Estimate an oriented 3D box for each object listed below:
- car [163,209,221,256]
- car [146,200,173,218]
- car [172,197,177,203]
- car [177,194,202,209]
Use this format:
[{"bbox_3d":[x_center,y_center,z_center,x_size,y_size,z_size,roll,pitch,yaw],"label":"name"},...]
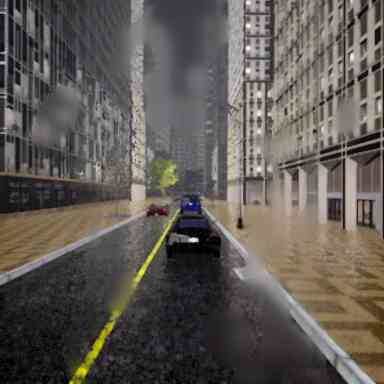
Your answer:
[{"bbox_3d":[0.034,1.576,13.135,1.994,1.385,4.181,0,0,0],"label":"car"},{"bbox_3d":[-3.051,1.622,30.574,1.895,1.301,4.718,0,0,0],"label":"car"},{"bbox_3d":[-3.283,1.682,72.840,1.994,1.385,4.181,0,0,0],"label":"car"},{"bbox_3d":[-0.132,1.257,34.424,2.150,2.045,5.566,0,0,0],"label":"car"}]
